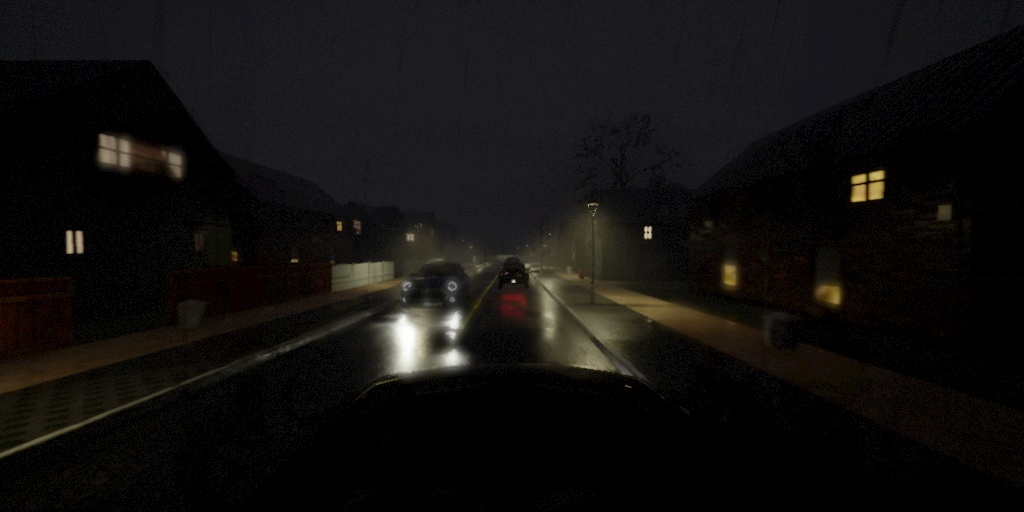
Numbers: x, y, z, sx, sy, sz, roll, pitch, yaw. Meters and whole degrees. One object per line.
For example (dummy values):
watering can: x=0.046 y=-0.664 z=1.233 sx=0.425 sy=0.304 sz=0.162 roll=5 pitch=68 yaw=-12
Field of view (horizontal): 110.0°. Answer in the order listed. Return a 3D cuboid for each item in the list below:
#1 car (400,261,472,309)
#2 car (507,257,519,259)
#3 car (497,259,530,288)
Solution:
car: x=-2.852 y=1.029 z=14.299 sx=2.097 sy=1.767 sz=4.553 roll=0 pitch=0 yaw=0
car: x=0.093 y=0.879 z=40.829 sx=2.097 sy=1.767 sz=4.553 roll=0 pitch=0 yaw=0
car: x=0.095 y=1.137 z=22.562 sx=1.837 sy=1.490 sz=4.892 roll=0 pitch=1 yaw=0
